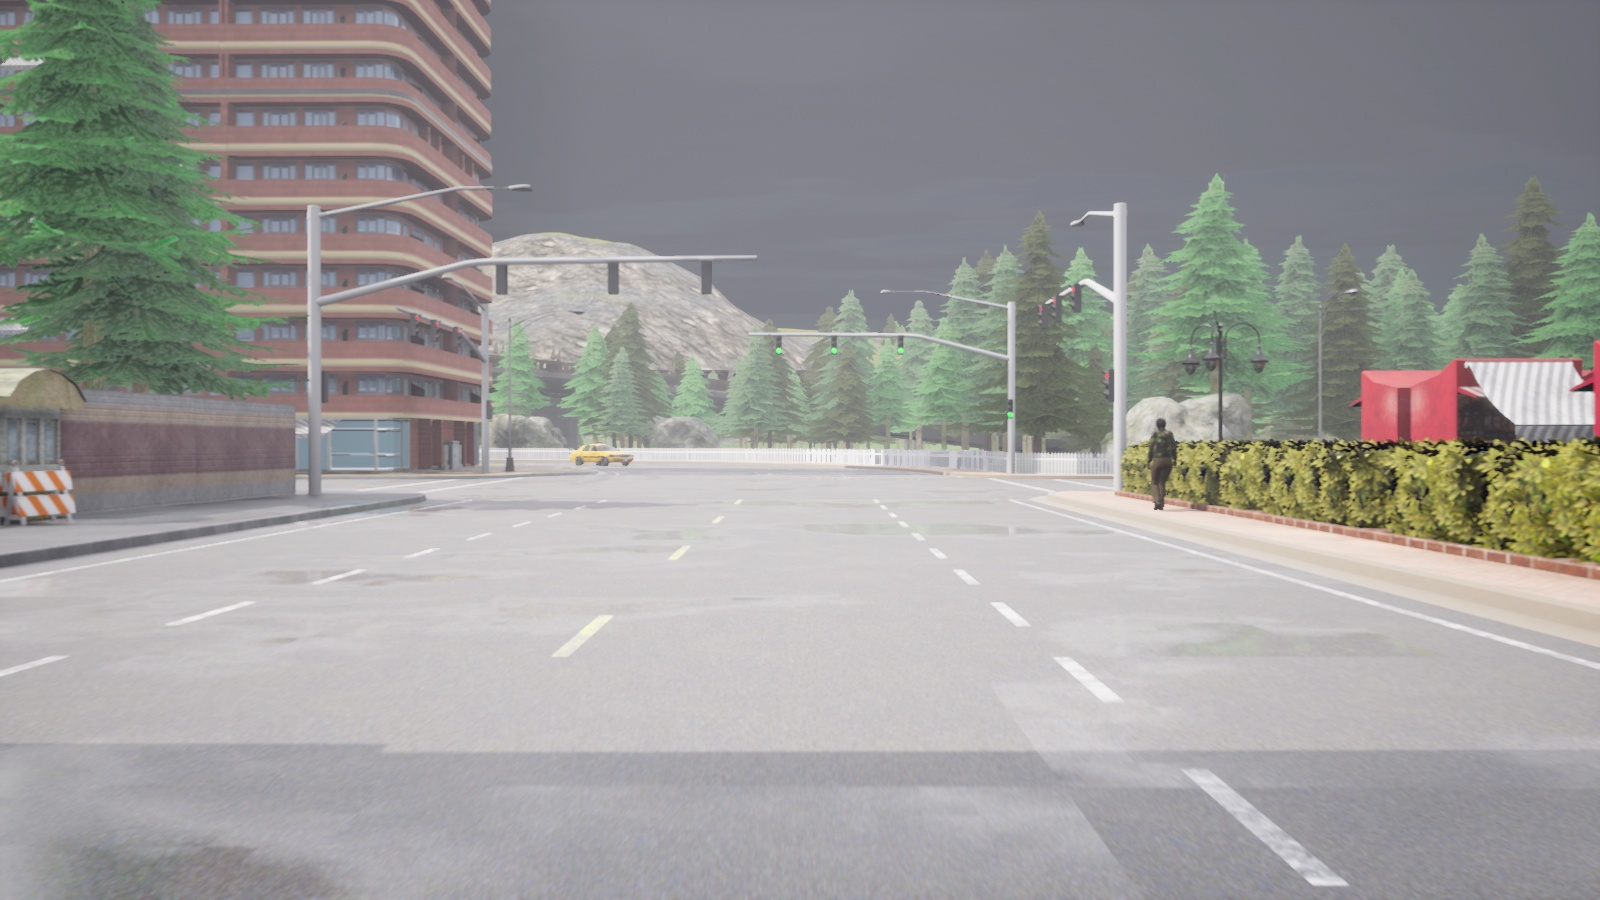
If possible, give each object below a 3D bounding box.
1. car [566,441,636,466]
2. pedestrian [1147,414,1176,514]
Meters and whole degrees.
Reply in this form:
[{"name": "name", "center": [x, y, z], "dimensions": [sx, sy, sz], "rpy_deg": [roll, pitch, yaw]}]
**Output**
[{"name": "car", "center": [-12.908, 0.217, 81.231], "dimensions": [1.801, 1.575, 5.366], "rpy_deg": [0, 0, -43]}, {"name": "pedestrian", "center": [7.040, 0.268, 24.466], "dimensions": [0.395, 1.930, 0.692], "rpy_deg": [0, 0, 2]}]
